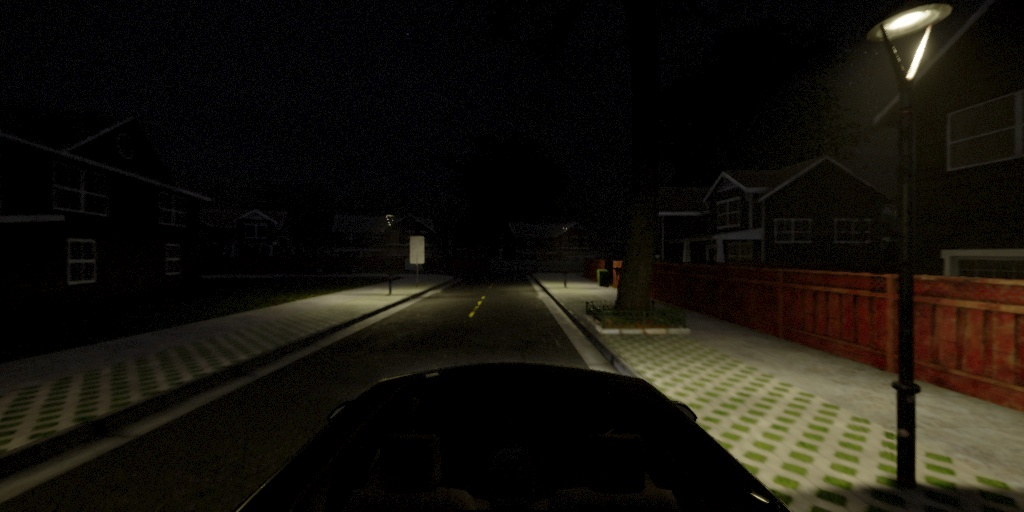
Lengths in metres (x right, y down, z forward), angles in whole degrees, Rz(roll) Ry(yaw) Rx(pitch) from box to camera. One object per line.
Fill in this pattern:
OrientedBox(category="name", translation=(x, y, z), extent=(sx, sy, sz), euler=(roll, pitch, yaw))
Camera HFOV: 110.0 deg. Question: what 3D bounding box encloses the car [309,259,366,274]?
OrientedBox(category="car", translation=(-16.461, 1.089, 34.023), extent=(4.892, 1.490, 1.837), euler=(1, 0, -20))
